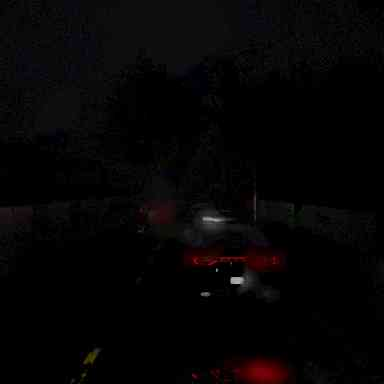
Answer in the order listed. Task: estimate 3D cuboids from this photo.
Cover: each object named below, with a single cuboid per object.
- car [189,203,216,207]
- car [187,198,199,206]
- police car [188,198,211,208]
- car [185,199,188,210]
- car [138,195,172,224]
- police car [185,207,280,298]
[{"bbox_3d":[0.862,1.541,18.618,1.812,1.442,4.674,0,0,0],"label":"car"},{"bbox_3d":[0.123,1.725,58.975,1.994,1.385,4.181,0,0,0],"label":"car"},{"bbox_3d":[0.875,1.451,24.731,1.930,1.638,5.238,0,0,0],"label":"police car"},{"bbox_3d":[0.109,1.663,45.417,1.994,1.385,4.181,0,0,2],"label":"car"},{"bbox_3d":[-2.700,1.249,25.493,2.150,2.045,5.566,0,0,0],"label":"car"},{"bbox_3d":[0.841,1.431,8.723,1.930,1.638,5.238,0,0,0],"label":"police car"}]
